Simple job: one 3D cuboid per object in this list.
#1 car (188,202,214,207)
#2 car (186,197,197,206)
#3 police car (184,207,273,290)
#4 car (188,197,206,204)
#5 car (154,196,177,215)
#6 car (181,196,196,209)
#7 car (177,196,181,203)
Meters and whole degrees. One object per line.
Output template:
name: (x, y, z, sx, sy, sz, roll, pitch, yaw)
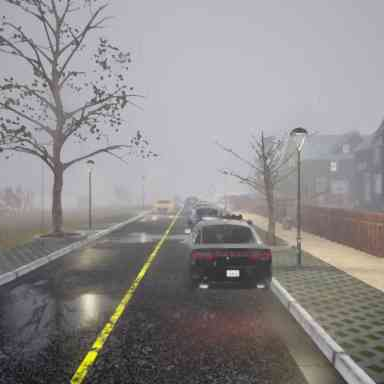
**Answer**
car: (0.814, 1.528, 19.130, 1.812, 1.442, 4.674, 0, 0, 0)
car: (-0.034, 1.552, 56.959, 1.812, 1.442, 4.674, 0, 0, 0)
police car: (0.820, 1.425, 9.240, 1.930, 1.638, 5.238, 0, 0, 0)
car: (0.810, 1.459, 25.320, 1.801, 1.575, 5.366, 0, 0, 0)
car: (-2.872, 1.486, 34.728, 1.882, 1.535, 5.008, 0, 0, 0)
car: (-0.008, 1.368, 45.868, 2.097, 1.767, 4.553, 0, 0, 0)
car: (-2.787, 1.558, 62.521, 1.812, 1.442, 4.674, 0, 0, 0)
